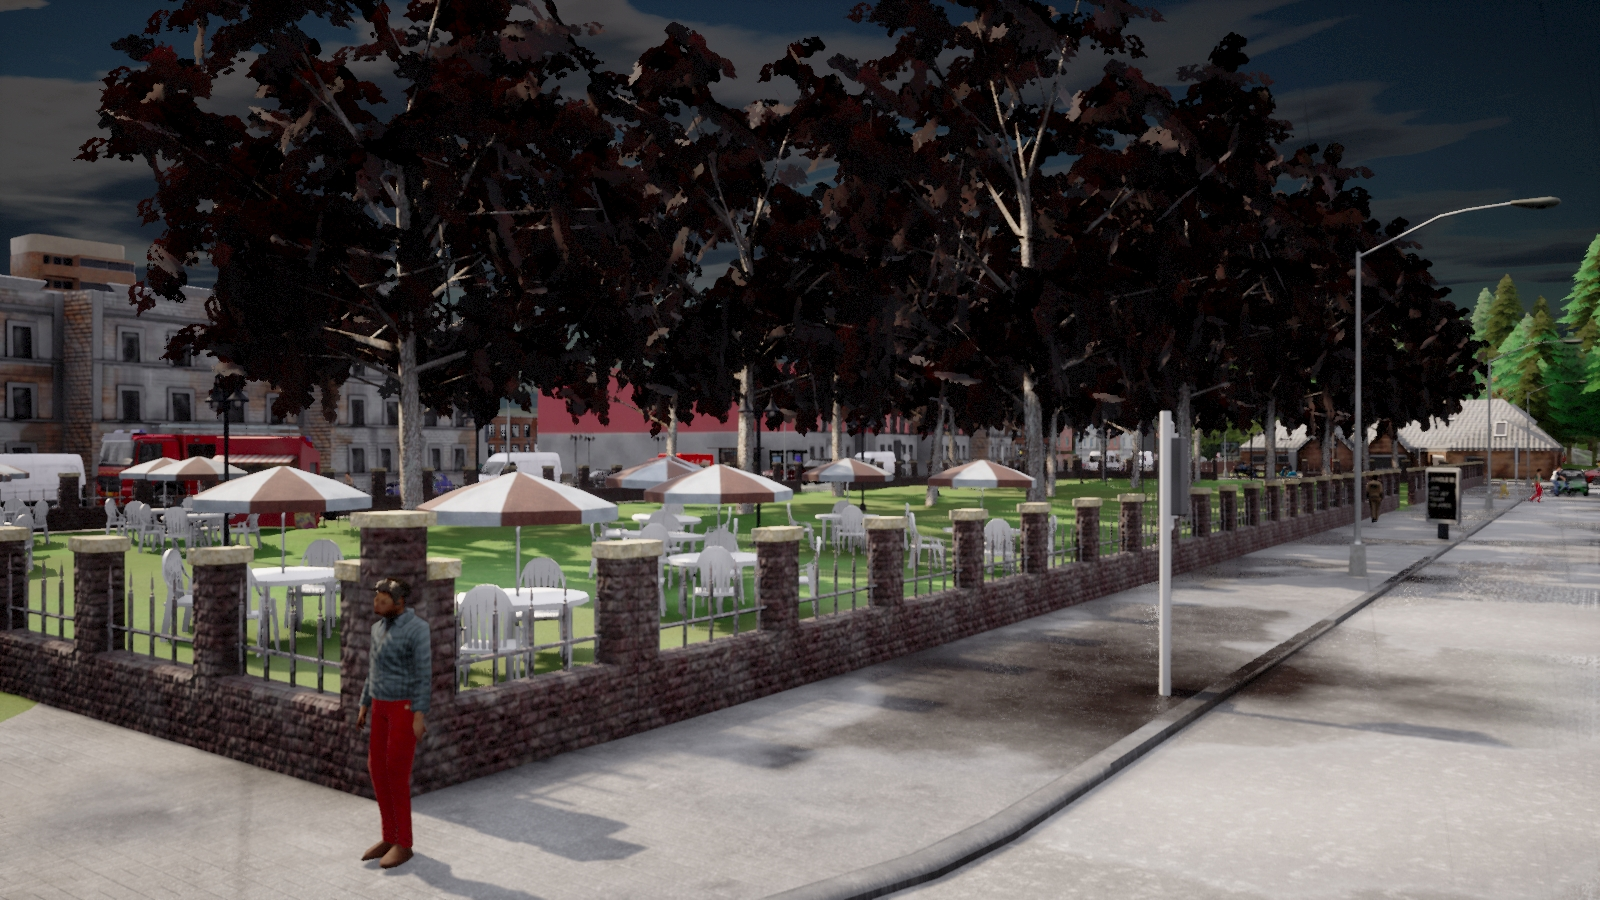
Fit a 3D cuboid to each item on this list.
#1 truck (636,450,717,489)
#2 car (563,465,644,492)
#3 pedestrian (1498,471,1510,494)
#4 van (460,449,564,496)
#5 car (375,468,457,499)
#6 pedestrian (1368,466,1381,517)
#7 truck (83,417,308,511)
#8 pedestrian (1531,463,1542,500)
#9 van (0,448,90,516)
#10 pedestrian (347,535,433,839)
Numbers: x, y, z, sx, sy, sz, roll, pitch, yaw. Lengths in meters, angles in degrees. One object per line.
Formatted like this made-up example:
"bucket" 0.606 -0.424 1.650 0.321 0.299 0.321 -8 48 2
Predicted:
"truck" -8.231 1.251 76.670 2.627 2.467 5.204 0 0 35
"car" -12.165 1.717 71.049 2.097 1.535 5.006 0 0 35
"pedestrian" 38.796 1.794 62.961 0.375 1.300 0.375 0 0 -8
"van" -16.327 1.217 65.082 1.988 2.561 5.915 0 0 35
"car" -20.044 1.721 59.738 1.845 1.501 3.633 0 0 35
"pedestrian" 21.071 1.510 41.907 0.375 1.860 0.375 0 0 35
"truck" -26.595 0.573 50.776 2.891 3.827 8.468 0 0 35
"pedestrian" 38.040 1.621 58.984 0.375 1.860 0.375 0 0 17
"van" -31.019 1.217 44.006 1.988 2.561 5.915 0 0 35
"pedestrian" -2.654 1.502 7.405 0.375 1.860 0.375 0 0 36
